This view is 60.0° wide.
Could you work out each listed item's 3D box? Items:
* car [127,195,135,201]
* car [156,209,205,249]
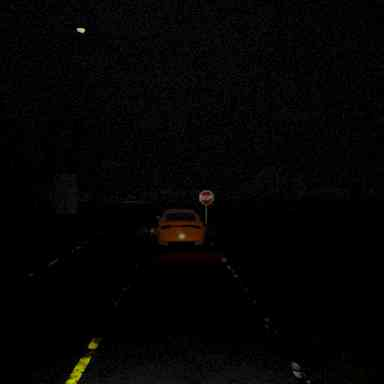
[{"bbox_3d":[-16.102,1.471,87.898,2.097,1.767,4.553,0,0,-11],"label":"car"},{"bbox_3d":[-0.558,1.494,14.772,1.882,1.535,5.008,0,0,-4],"label":"car"}]
